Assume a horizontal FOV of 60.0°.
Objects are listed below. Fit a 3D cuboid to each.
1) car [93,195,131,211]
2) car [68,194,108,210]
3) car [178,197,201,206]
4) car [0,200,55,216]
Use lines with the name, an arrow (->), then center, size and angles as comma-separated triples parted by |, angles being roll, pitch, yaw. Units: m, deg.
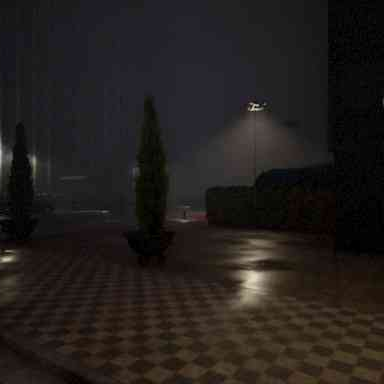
car -> -9.466, 1.505, 41.580 | 1.837, 1.490, 4.892 | 0, 0, 35
car -> -13.034, 1.220, 42.580 | 2.150, 2.045, 5.566 | 0, 0, 35
car -> -0.310, 1.525, 54.636 | 1.812, 1.442, 4.674 | 0, 0, 35
car -> -15.878, 1.505, 32.366 | 1.837, 1.490, 4.892 | 0, 0, 35
